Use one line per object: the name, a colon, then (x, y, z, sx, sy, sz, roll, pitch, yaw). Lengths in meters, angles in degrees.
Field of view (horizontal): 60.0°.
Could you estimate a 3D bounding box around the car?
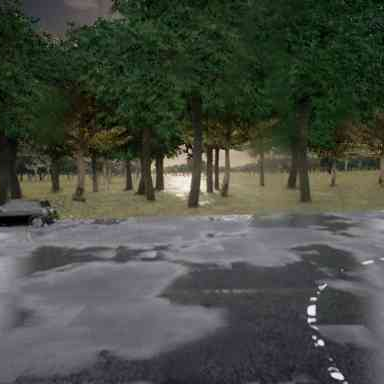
car: (-10.676, 1.284, 20.378, 4.553, 1.767, 2.097, -2, 3, -1)
